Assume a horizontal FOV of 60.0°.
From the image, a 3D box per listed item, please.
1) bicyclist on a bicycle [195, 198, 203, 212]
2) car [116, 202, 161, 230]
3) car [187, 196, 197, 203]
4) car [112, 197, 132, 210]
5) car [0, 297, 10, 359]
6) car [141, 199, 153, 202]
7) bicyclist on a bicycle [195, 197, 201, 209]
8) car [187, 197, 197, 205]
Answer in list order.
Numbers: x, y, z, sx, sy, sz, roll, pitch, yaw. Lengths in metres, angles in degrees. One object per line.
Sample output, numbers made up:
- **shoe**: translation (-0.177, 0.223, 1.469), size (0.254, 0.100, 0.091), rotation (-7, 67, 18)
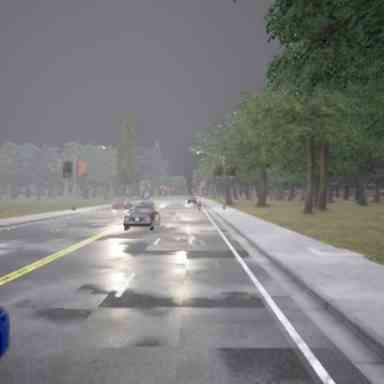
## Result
- **bicyclist on a bicycle**: translation (0.913, 1.584, 40.000), size (0.866, 1.612, 1.509), rotation (0, 0, 0)
- **car**: translation (-3.150, 1.624, 21.587), size (2.033, 1.411, 5.357), rotation (0, 0, 0)
- **car**: translation (0.004, 1.816, 77.683), size (2.128, 1.511, 4.902), rotation (0, 0, 0)
- **car**: translation (-9.826, 1.526, 47.124), size (2.097, 1.767, 4.553), rotation (0, 0, 0)
- **car**: translation (-3.150, 1.227, 1.414), size (2.150, 2.045, 5.566), rotation (0, 0, 0)
- **car**: translation (-6.575, 1.727, 48.463), size (2.033, 1.411, 5.357), rotation (0, 0, 0)
- **bicyclist on a bicycle**: translation (0.913, 1.620, 49.420), size (0.866, 1.612, 1.509), rotation (0, 0, 0)
- **car**: translation (0.038, 1.750, 67.459), size (1.837, 1.490, 4.892), rotation (0, -2, 1)
